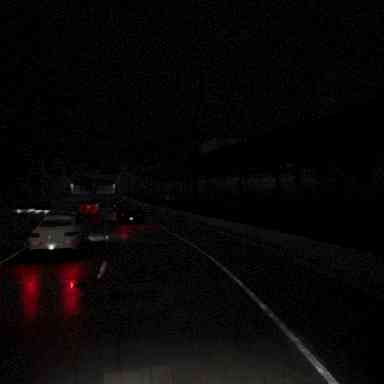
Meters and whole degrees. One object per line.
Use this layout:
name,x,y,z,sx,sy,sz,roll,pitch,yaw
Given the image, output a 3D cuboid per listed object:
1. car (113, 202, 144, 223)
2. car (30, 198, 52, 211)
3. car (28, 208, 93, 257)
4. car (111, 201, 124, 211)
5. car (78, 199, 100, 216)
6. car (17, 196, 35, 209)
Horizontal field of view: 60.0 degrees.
car,-5.139,1.732,27.131,1.895,1.301,4.718,-1,0,-15
car,-22.234,1.980,49.887,2.033,1.411,5.357,-1,0,-14
car,-5.261,1.621,13.476,1.812,1.442,4.674,-1,0,-13
car,-9.977,1.853,45.201,1.895,1.301,4.718,-1,0,-15
car,-11.177,1.602,36.135,2.097,1.767,4.553,-1,0,-15
car,-27.213,1.703,55.033,2.150,2.045,5.566,-1,2,-15
